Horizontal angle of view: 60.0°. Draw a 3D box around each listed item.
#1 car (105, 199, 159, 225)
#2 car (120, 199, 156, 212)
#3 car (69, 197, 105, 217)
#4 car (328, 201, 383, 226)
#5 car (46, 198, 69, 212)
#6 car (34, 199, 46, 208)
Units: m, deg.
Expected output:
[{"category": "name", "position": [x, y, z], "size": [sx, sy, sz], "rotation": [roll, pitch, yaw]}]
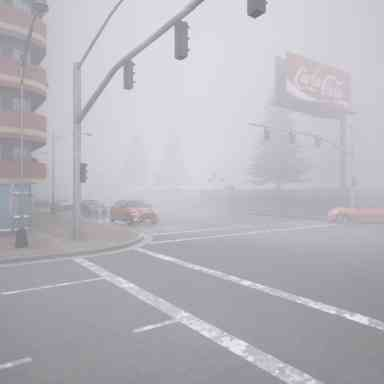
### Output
[{"category": "car", "position": [-4.234, 1.352, 23.949], "size": [2.097, 1.767, 4.553], "rotation": [0, 0, -36]}, {"category": "car", "position": [-6.538, 1.547, 39.413], "size": [2.033, 1.411, 5.357], "rotation": [0, 0, -36]}, {"category": "car", "position": [-9.567, 1.491, 31.318], "size": [2.128, 1.511, 4.902], "rotation": [0, 0, -36]}, {"category": "car", "position": [11.540, 1.352, 22.291], "size": [4.553, 1.767, 2.097], "rotation": [0, 0, 19]}, {"category": "car", "position": [-15.393, 1.478, 39.386], "size": [1.882, 1.535, 5.008], "rotation": [0, 0, -36]}, {"category": "car", "position": [-21.166, 1.601, 47.427], "size": [1.895, 1.301, 4.718], "rotation": [0, 0, -35]}]
